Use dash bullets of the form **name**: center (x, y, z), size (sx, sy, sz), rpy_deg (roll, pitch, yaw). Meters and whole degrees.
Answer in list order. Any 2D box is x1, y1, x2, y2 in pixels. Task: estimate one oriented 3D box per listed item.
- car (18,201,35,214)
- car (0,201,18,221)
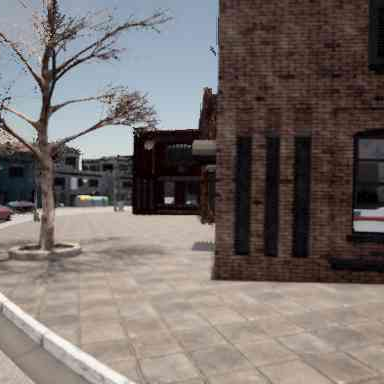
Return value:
- **car**: center (-19.694, 1.733, 37.605), size (1.882, 1.535, 5.008), rpy_deg (1, -1, 8)
- **car**: center (-15.760, 1.526, 26.023), size (2.097, 1.767, 4.553), rpy_deg (1, -1, -11)
